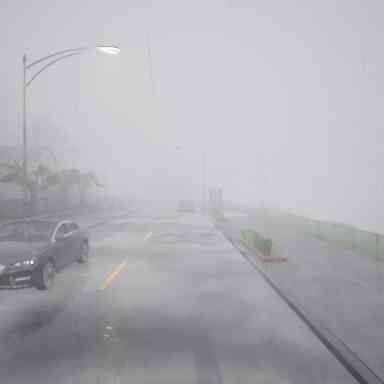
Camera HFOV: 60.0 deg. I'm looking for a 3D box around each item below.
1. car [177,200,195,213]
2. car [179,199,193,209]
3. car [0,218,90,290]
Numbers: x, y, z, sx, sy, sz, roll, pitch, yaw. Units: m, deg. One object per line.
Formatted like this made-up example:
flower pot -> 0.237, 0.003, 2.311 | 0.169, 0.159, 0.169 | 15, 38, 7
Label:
car -> -0.649, 1.669, 38.025 | 1.994, 1.385, 4.181 | 0, 0, -1
car -> -0.841, 1.734, 47.968 | 1.895, 1.301, 4.718 | 0, 0, -1
car -> -4.269, 1.518, 9.209 | 2.128, 1.511, 4.902 | 0, 0, -2
